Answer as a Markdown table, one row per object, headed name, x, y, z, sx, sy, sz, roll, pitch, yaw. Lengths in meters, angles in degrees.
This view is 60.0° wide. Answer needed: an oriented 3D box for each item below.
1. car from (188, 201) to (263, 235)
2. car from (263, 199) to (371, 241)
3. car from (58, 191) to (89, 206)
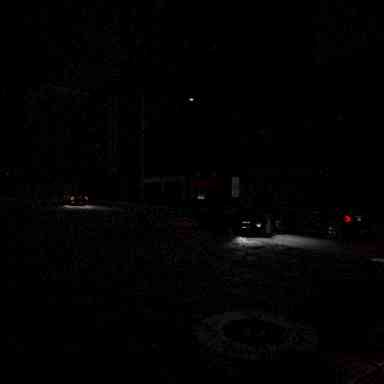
| name | x | y | z | sx | sy | sz | roll | pitch | yaw |
| --- | --- | --- | --- | --- | --- | --- | --- | --- | --- |
| car | 1.688 | 1.256 | 17.304 | 1.837 | 1.490 | 4.892 | 1 | 1 | -35 |
| car | 6.067 | 1.190 | 16.222 | 2.097 | 1.767 | 4.553 | 1 | 1 | -35 |
| car | -13.842 | 0.690 | 39.338 | 2.097 | 1.767 | 4.553 | 1 | 0 | -35 |
